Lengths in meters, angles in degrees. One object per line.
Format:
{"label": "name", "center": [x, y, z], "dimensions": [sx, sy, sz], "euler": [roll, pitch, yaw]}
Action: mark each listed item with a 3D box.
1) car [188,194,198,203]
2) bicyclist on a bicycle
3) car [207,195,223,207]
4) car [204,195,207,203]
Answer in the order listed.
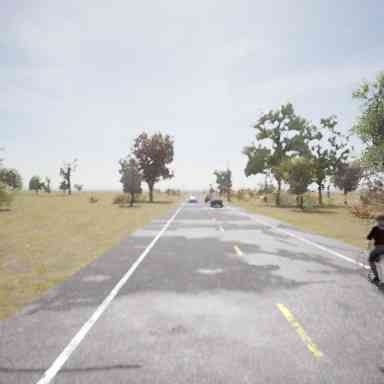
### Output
{"label": "car", "center": [0.191, 1.553, 67.590], "dimensions": [2.033, 1.411, 5.357], "euler": [0, 0, 0]}
{"label": "bicyclist on a bicycle", "center": [4.479, 1.387, 8.125], "dimensions": [0.659, 1.776, 1.843], "euler": [0, 0, 0]}
{"label": "car", "center": [3.744, 1.527, 51.706], "dimensions": [1.837, 1.490, 4.892], "euler": [0, 0, 0]}
{"label": "car", "center": [3.700, 1.379, 70.571], "dimensions": [2.097, 1.767, 4.553], "euler": [0, 0, 0]}
